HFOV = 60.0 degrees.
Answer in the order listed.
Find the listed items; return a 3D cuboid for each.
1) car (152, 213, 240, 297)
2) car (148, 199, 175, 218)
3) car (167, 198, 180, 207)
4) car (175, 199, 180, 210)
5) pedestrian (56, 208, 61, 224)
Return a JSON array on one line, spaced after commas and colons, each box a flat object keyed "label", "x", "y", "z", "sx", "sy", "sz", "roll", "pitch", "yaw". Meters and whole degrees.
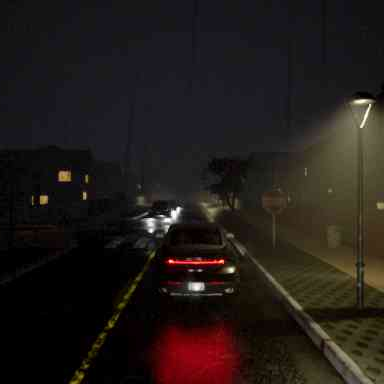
[{"label": "car", "x": 0.081, "y": 1.509, "z": 8.592, "sx": 1.837, "sy": 1.490, "sz": 4.892, "roll": 0, "pitch": 0, "yaw": 0}, {"label": "car", "x": -2.916, "y": 1.552, "z": 31.124, "sx": 1.837, "sy": 1.490, "sz": 4.892, "roll": 0, "pitch": -1, "yaw": 0}, {"label": "car", "x": -2.930, "y": 1.727, "z": 53.861, "sx": 1.895, "sy": 1.301, "sz": 4.718, "roll": 0, "pitch": 0, "yaw": 0}, {"label": "car", "x": -2.934, "y": 1.682, "z": 43.195, "sx": 1.895, "sy": 1.301, "sz": 4.718, "roll": 0, "pitch": 0, "yaw": 0}, {"label": "pedestrian", "x": -9.965, "y": 1.455, "z": 24.927, "sx": 0.375, "sy": 1.860, "sz": 0.375, "roll": 0, "pitch": -2, "yaw": 5}]
